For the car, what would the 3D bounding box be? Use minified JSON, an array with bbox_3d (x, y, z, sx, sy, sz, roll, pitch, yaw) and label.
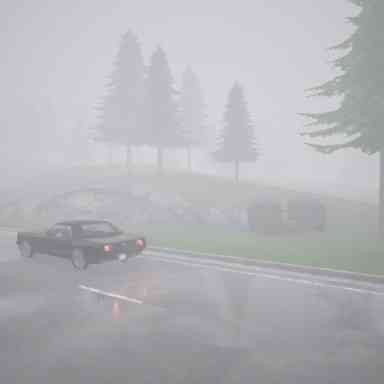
[{"bbox_3d":[-3.829,1.601,11.020,4.718,1.301,1.895,0,0,35],"label":"car"}]
